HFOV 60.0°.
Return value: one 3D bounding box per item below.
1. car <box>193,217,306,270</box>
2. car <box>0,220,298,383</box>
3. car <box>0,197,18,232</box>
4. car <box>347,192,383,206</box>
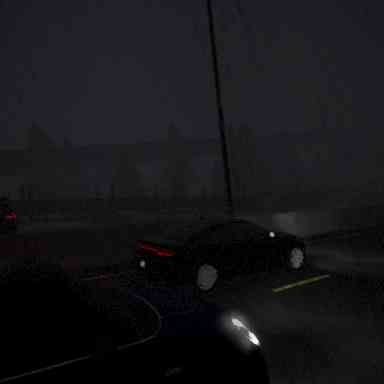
[{"bbox_3d":[0.937,1.394,8.713,5.008,1.535,1.882,-1,0,-35],"label":"car"},{"bbox_3d":[-1.478,1.350,2.693,4.553,1.767,2.097,-1,1,-35],"label":"car"},{"bbox_3d":[-10.375,1.232,13.788,5.566,2.045,2.150,-1,1,-35],"label":"car"},{"bbox_3d":[20.722,0.784,40.207,5.008,1.535,1.882,-3,2,-35],"label":"car"}]
